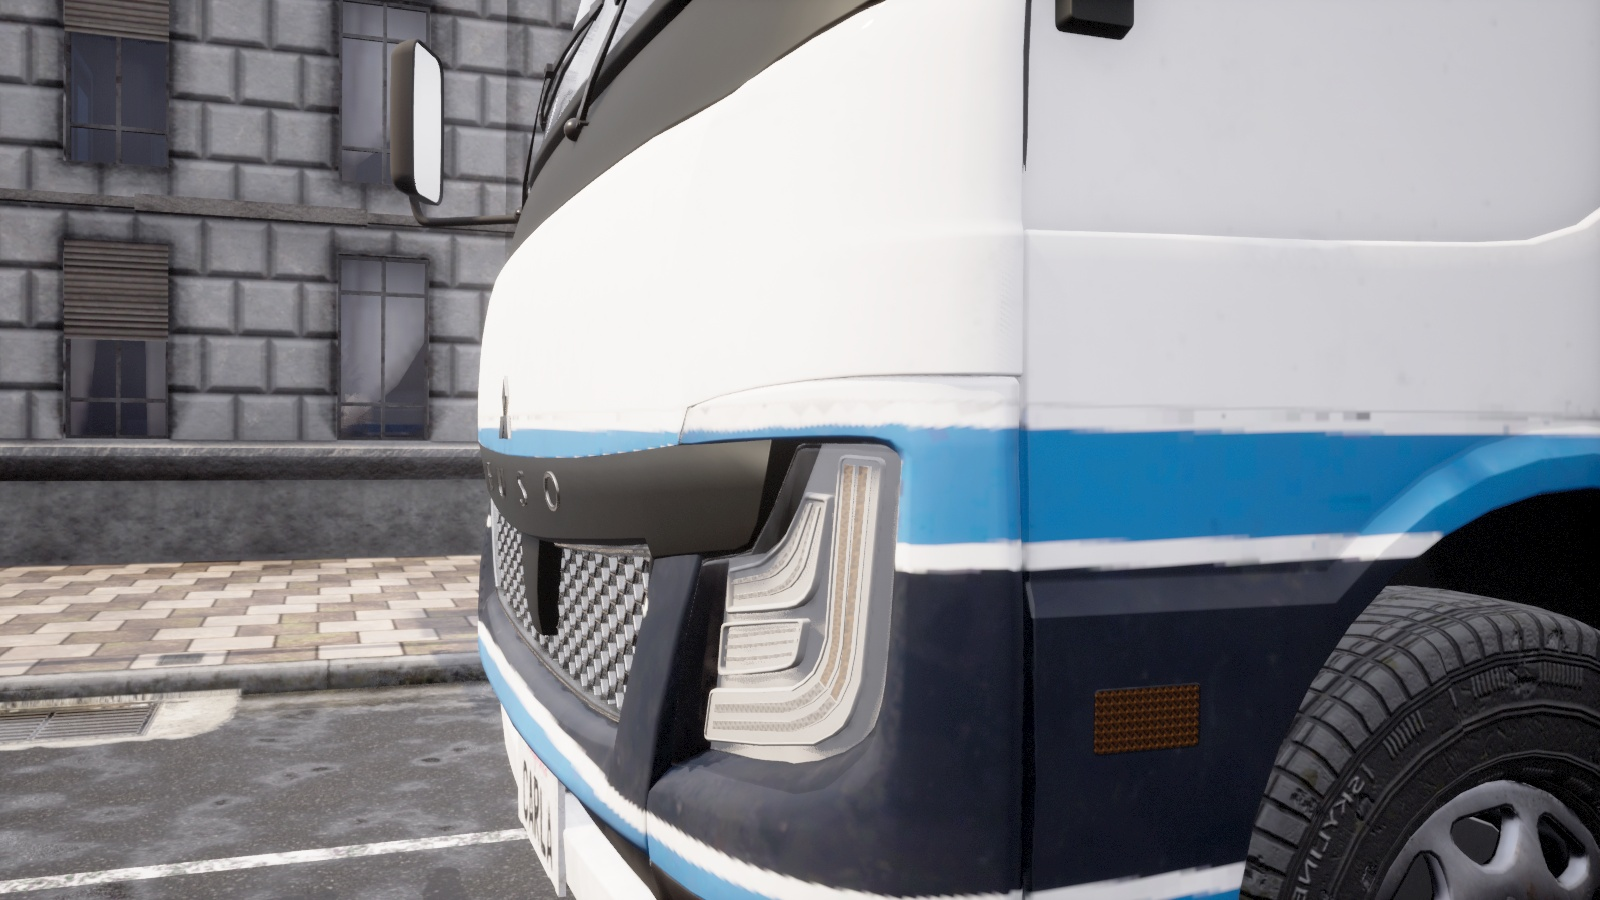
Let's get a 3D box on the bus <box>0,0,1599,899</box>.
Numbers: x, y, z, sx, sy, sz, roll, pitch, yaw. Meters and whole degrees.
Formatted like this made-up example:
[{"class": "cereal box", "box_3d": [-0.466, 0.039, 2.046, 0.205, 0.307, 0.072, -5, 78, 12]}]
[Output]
[{"class": "bus", "box_3d": [3.496, -0.691, 4.578, 10.273, 4.253, 3.944, -1, 1, -21]}]
